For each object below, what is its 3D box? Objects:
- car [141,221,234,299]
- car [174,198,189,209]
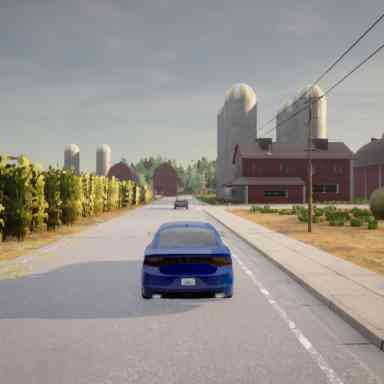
[{"bbox_3d":[-0.141,1.478,8.510,1.882,1.535,5.008,0,0,-2],"label":"car"},{"bbox_3d":[-1.442,1.489,44.303,2.128,1.511,4.902,0,0,-2],"label":"car"}]
